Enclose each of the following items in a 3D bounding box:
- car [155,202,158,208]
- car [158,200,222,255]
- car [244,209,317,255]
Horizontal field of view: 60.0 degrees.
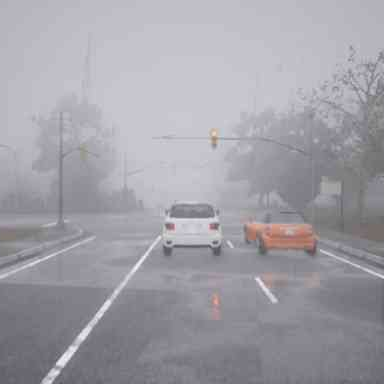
[{"bbox_3d":[-6.894,2.748,73.207,1.882,1.535,5.008,0,-2,-13],"label":"car"},{"bbox_3d":[0.011,1.359,14.032,2.150,2.045,5.566,0,0,0],"label":"car"},{"bbox_3d":[3.514,1.493,14.072,2.097,1.767,4.553,0,-1,0],"label":"car"}]
